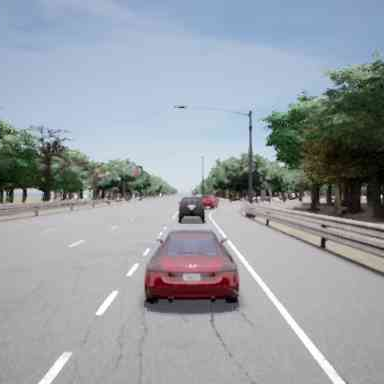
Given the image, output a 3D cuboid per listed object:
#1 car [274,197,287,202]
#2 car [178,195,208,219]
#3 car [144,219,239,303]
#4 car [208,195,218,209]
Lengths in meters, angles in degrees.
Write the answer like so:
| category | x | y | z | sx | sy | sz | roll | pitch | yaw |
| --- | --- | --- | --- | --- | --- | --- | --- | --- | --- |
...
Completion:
| category | x | y | z | sx | sy | sz | roll | pitch | yaw |
| --- | --- | --- | --- | --- | --- | --- | --- | --- | --- |
| car | 23.777 | 1.995 | 88.976 | 1.812 | 1.442 | 4.674 | 0 | 0 | 45 |
| car | -0.003 | 1.396 | 28.691 | 2.150 | 2.045 | 5.566 | 0 | 0 | 0 |
| car | -0.004 | 1.618 | 8.397 | 1.994 | 1.385 | 4.181 | 0 | 0 | 0 |
| car | 2.578 | 1.545 | 50.602 | 2.150 | 2.045 | 5.566 | 0 | -1 | 14 |
